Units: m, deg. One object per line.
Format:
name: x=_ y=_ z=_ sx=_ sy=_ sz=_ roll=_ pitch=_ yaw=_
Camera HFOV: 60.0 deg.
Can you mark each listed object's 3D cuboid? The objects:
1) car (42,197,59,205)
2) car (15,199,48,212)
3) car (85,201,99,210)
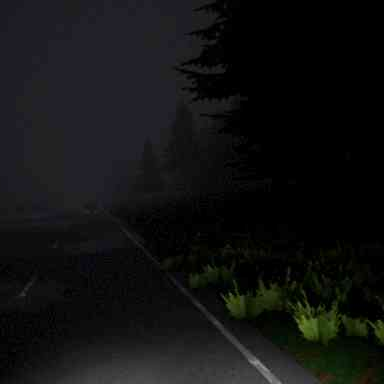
car: x=-35.209 y=2.412 z=82.719 sx=3.988 sy=1.617 sz=1.851 roll=-2 pitch=0 yaw=-18
car: x=-25.009 y=2.225 z=51.322 sx=4.181 sy=1.381 sz=1.994 roll=-2 pitch=0 yaw=-18
car: x=-14.820 y=1.960 z=49.328 sx=1.895 sy=1.301 sz=4.718 roll=-2 pitch=0 yaw=-17
